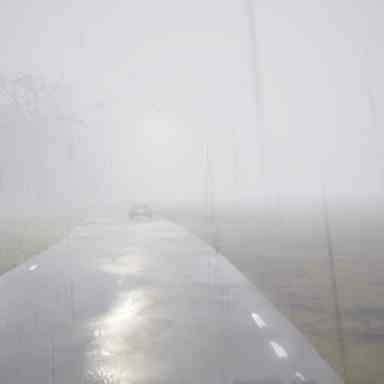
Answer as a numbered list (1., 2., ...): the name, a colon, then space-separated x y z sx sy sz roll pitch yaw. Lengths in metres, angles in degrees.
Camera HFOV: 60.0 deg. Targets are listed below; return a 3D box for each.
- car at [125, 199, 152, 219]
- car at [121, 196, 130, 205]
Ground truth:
1. car: -4.734 1.601 30.124 1.994 1.385 4.181 0 0 -13
2. car: -12.069 1.565 61.190 1.801 1.575 5.366 0 0 -13
